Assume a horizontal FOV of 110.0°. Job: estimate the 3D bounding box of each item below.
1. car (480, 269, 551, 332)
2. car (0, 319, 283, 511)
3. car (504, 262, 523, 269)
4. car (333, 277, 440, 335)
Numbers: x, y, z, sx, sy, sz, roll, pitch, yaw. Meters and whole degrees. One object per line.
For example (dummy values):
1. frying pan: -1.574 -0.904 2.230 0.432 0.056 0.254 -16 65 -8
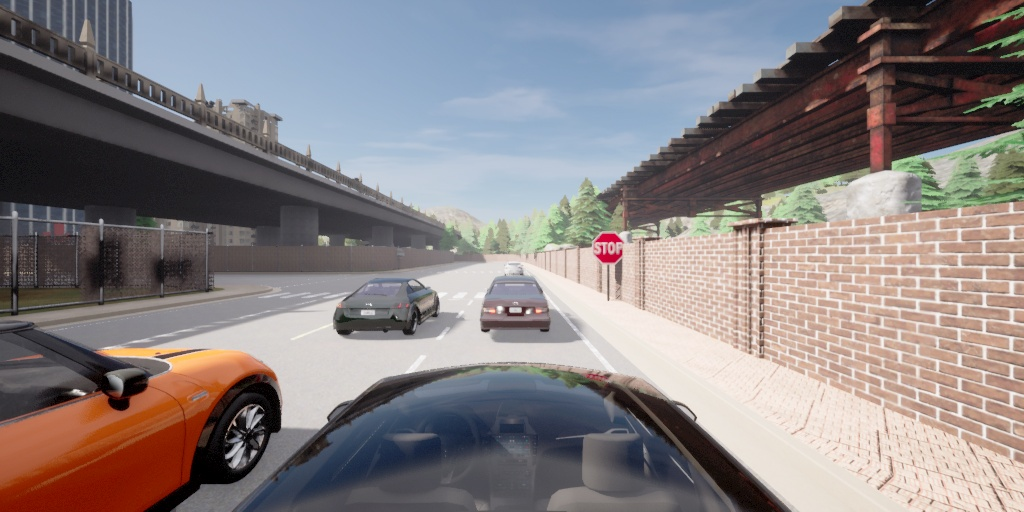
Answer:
1. car: 0.081 1.297 10.801 2.033 1.411 5.357 0 0 0
2. car: -3.401 1.102 1.817 2.097 1.767 4.553 0 0 0
3. car: 0.181 1.275 36.434 1.812 1.442 4.674 0 0 0
4. car: -3.419 1.314 10.513 1.994 1.385 4.181 0 0 0
